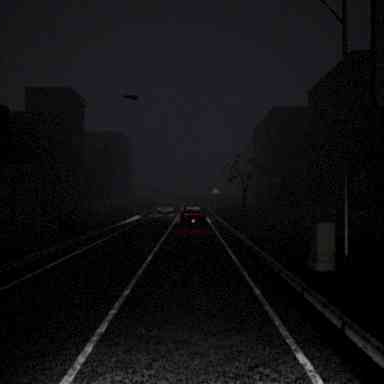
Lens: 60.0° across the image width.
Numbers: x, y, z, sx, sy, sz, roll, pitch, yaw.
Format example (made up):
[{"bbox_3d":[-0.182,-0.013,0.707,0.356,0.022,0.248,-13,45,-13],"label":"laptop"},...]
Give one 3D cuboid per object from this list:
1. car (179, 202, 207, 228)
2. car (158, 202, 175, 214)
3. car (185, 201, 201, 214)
[{"bbox_3d":[0.094,1.754,24.700,2.128,1.511,4.902,0,-1,0],"label":"car"},{"bbox_3d":[-3.095,1.944,40.455,1.895,1.301,4.718,0,0,0],"label":"car"},{"bbox_3d":[0.091,1.927,42.442,1.895,1.301,4.718,0,1,0],"label":"car"}]
